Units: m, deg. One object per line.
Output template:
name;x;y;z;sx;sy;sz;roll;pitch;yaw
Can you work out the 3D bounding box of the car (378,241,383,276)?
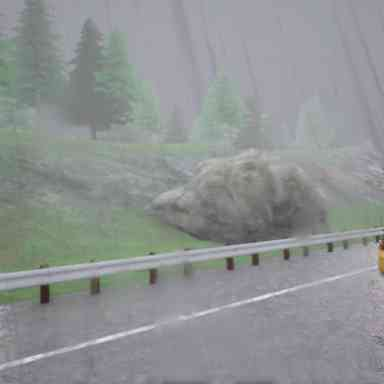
car;6.756;1.478;8.569;5.008;1.535;1.882;0;0;-36
